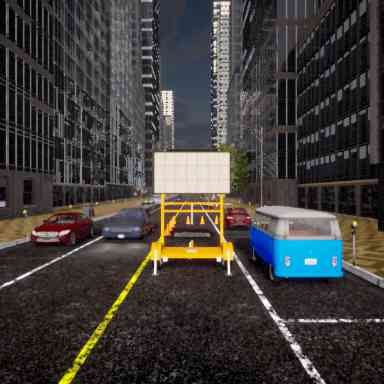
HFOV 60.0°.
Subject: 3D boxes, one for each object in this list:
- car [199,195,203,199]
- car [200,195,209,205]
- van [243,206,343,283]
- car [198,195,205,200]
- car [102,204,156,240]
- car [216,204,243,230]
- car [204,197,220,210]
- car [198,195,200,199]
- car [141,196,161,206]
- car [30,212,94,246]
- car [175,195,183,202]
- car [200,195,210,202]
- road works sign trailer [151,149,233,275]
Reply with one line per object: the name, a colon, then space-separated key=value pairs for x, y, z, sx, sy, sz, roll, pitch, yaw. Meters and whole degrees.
car: x=2.706 y=1.538 z=54.924 sx=2.008 sy=1.369 sz=4.403 roll=0 pitch=0 yaw=0
car: x=2.705 y=1.544 z=49.232 sx=2.008 sy=1.369 sz=4.403 roll=0 pitch=0 yaw=0
van: x=2.693 y=1.341 z=9.385 sx=1.690 sy=1.788 sz=3.998 roll=0 pitch=0 yaw=0
car: x=2.719 y=1.462 z=94.772 sx=1.887 sy=1.381 sz=4.507 roll=0 pitch=0 yaw=0
car: x=-3.095 y=1.547 z=17.196 sx=2.033 sy=1.411 sz=5.357 roll=0 pitch=0 yaw=0
car: x=2.696 y=1.581 z=20.769 sx=1.802 sy=1.307 sz=4.206 roll=0 pitch=0 yaw=0
car: x=2.701 y=1.581 z=37.847 sx=1.802 sy=1.307 sz=4.206 roll=0 pitch=0 yaw=0
car: x=2.710 y=1.410 z=66.309 sx=1.967 sy=1.590 sz=4.097 roll=0 pitch=0 yaw=0
car: x=-5.678 y=1.548 z=43.545 sx=2.008 sy=1.369 sz=4.403 roll=0 pitch=0 yaw=0
car: x=-5.686 y=1.581 z=15.082 sx=1.802 sy=1.307 sz=4.206 roll=0 pitch=0 yaw=0
car: x=-2.978 y=1.479 z=76.805 sx=1.812 sy=1.442 sz=4.674 roll=0 pitch=0 yaw=0
car: x=2.711 y=1.401 z=72.001 sx=1.967 sy=1.590 sz=4.097 roll=0 pitch=0 yaw=0
road works sign trailer: x=0.003 y=0.464 z=10.405 sx=2.380 sy=3.560 sz=2.880 roll=0 pitch=0 yaw=0
